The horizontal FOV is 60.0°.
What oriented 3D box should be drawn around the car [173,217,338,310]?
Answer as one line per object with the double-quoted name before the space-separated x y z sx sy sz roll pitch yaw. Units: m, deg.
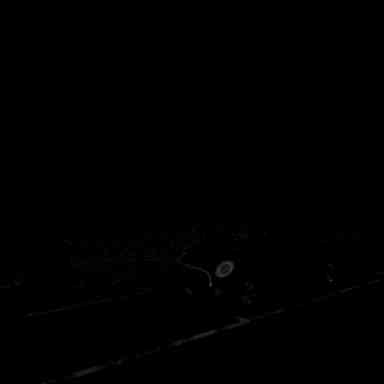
"car" 1.552 1.443 7.755 4.097 1.590 1.967 0 0 -36
